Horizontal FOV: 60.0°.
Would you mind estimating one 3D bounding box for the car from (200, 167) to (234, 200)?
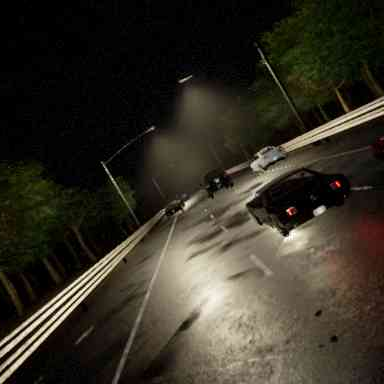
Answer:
[{"bbox_3d":[1.973,-0.767,28.316,2.150,2.045,5.566,-30,0,-1],"label":"car"}]

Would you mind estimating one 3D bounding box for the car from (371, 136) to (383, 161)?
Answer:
[{"bbox_3d":[5.866,-1.597,7.186,1.895,1.301,4.718,-31,0,-1],"label":"car"}]

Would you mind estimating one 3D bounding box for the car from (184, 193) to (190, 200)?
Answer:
[{"bbox_3d":[-1.504,1.466,71.027,2.033,1.411,5.357,-31,1,-1],"label":"car"}]

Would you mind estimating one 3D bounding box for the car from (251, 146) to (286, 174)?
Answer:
[{"bbox_3d":[5.538,-2.492,24.914,1.812,1.442,4.674,-30,1,0],"label":"car"}]

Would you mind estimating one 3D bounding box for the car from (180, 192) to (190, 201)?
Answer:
[{"bbox_3d":[-1.906,1.295,91.100,2.128,1.511,4.902,-31,1,-1],"label":"car"}]

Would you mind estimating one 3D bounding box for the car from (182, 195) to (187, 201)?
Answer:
[{"bbox_3d":[-2.313,1.612,46.646,2.150,2.045,5.566,-30,0,-1],"label":"car"}]

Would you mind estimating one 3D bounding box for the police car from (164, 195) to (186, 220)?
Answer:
[{"bbox_3d":[-2.061,1.778,36.729,1.930,1.638,5.238,-30,0,-1],"label":"police car"}]

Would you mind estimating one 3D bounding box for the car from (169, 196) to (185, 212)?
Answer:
[{"bbox_3d":[-2.274,1.837,52.618,1.882,1.535,5.008,-30,0,-1],"label":"car"}]

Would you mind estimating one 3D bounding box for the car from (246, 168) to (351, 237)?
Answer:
[{"bbox_3d":[2.810,0.180,10.008,1.895,1.301,4.718,-31,0,-1],"label":"car"}]
